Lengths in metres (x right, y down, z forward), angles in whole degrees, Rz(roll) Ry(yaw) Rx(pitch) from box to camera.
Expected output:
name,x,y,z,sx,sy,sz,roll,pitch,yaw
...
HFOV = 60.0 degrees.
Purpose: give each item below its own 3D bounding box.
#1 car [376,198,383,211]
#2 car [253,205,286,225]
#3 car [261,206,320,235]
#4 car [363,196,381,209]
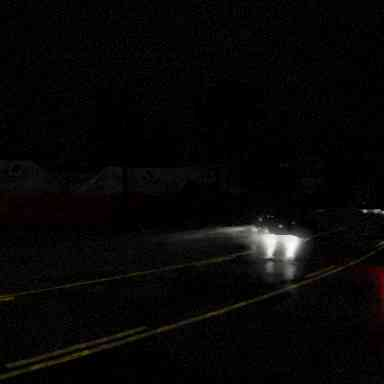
name,x,y,z,sx,sy,sz,roll,pitch,yaw
car,28.110,1.980,46.931,2.033,1.411,5.357,-1,-1,40
car,6.610,1.802,26.469,2.128,1.511,4.902,-1,-1,40
car,6.364,1.794,20.679,1.994,1.385,4.181,-1,-1,40
car,29.407,1.703,53.972,2.150,2.045,5.566,-1,1,40
